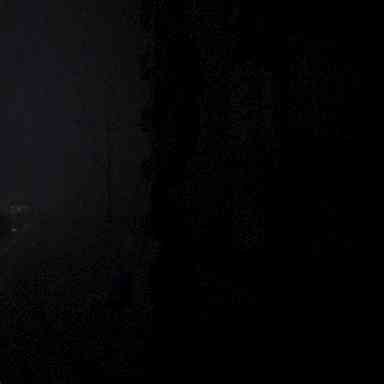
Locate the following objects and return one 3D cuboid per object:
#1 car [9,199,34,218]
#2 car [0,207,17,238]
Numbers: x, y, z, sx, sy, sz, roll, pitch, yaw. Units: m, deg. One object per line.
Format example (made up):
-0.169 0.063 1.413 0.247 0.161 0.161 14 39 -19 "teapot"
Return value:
-19.162 1.817 37.476 2.150 2.045 5.566 0 0 -22 "car"
-11.835 1.866 19.416 2.033 1.411 5.357 0 -1 -23 "car"
